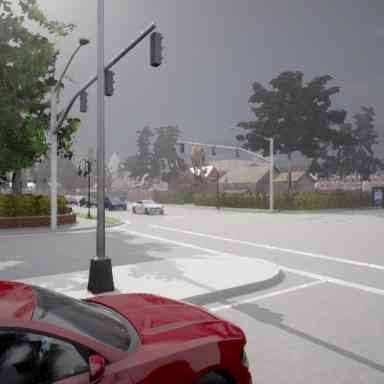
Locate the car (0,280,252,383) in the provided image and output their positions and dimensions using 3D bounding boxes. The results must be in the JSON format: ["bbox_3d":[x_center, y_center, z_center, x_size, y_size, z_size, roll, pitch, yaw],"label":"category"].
[{"bbox_3d":[-1.717,1.478,2.544,5.008,1.535,1.882,0,0,-35],"label":"car"}]

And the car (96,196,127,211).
[{"bbox_3d":[-9.855,1.352,41.567,2.097,1.767,4.553,0,0,-36],"label":"car"}]

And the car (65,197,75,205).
[{"bbox_3d":[-21.047,1.564,57.083,1.994,1.385,4.181,0,0,-34],"label":"car"}]

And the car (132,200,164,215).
[{"bbox_3d":[-4.647,1.526,34.364,1.812,1.442,4.674,0,0,-35],"label":"car"}]

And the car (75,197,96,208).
[{"bbox_3d":[-15.248,1.505,49.021,1.837,1.490,4.892,0,0,-36],"label":"car"}]
